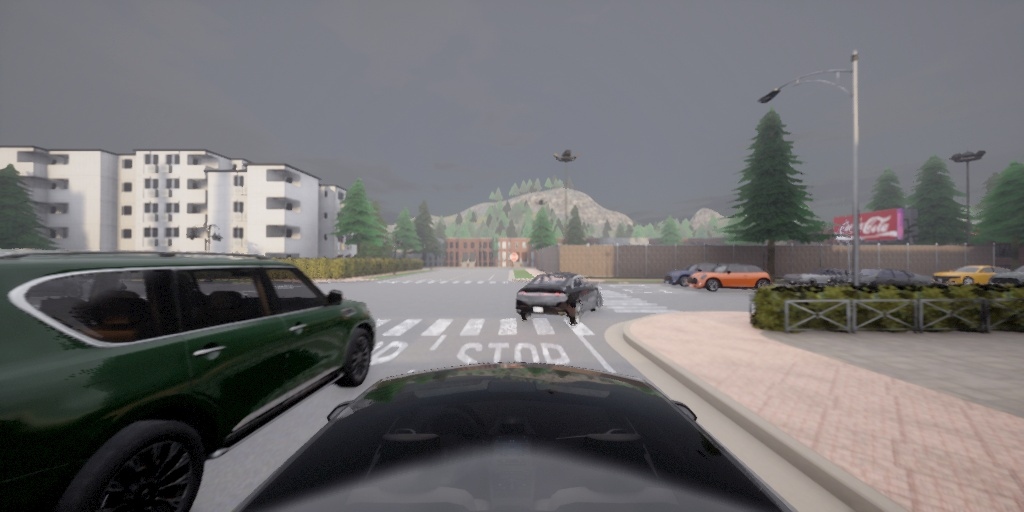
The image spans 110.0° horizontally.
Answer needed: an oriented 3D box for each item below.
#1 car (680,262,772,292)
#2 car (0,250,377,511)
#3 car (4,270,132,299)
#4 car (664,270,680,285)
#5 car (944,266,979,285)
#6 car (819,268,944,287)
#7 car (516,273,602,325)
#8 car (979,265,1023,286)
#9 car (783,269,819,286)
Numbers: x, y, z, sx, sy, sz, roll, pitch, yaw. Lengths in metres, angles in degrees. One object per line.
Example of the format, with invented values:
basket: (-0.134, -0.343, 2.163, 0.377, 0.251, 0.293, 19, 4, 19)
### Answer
car: (13.450, 1.276, 22.469, 4.553, 1.767, 2.097, 0, 0, 0)
car: (-3.399, 0.990, 3.856, 2.150, 2.045, 5.566, 0, 0, 0)
car: (-23.215, 1.459, 18.895, 4.181, 1.385, 1.994, 0, 0, -1)
car: (13.474, 1.305, 25.968, 4.553, 1.767, 2.097, 0, 0, 1)
car: (33.293, 1.429, 25.751, 5.008, 1.535, 1.882, 0, 0, 1)
car: (22.919, 1.471, 22.392, 5.357, 1.411, 2.033, 0, 0, 1)
car: (1.778, 1.332, 12.436, 2.128, 1.511, 4.902, -1, -1, 25)
car: (32.809, 1.275, 22.234, 4.553, 1.767, 2.097, 0, 0, 2)
car: (22.464, 1.553, 25.891, 4.718, 1.301, 1.895, 0, 0, 1)
